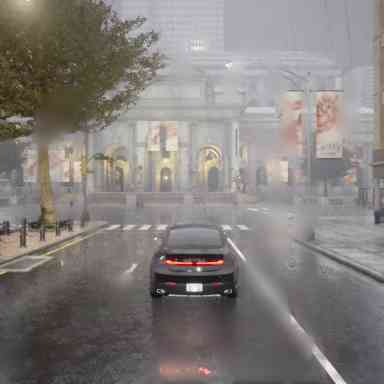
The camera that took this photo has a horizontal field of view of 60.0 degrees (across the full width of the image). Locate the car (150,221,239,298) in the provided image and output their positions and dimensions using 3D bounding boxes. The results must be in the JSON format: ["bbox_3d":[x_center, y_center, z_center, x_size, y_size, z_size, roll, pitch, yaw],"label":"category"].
[{"bbox_3d":[0.061,1.505,8.519,1.837,1.490,4.892,0,0,0],"label":"car"}]
